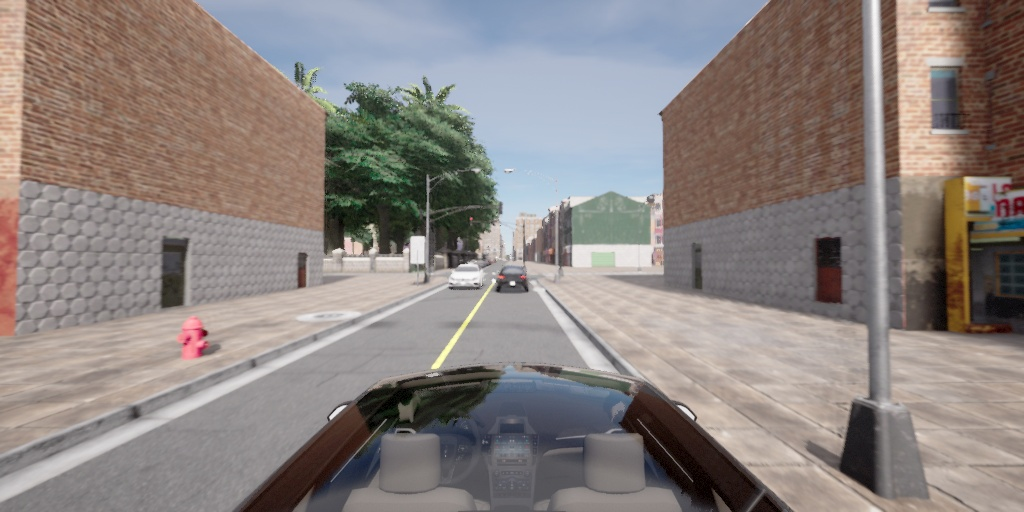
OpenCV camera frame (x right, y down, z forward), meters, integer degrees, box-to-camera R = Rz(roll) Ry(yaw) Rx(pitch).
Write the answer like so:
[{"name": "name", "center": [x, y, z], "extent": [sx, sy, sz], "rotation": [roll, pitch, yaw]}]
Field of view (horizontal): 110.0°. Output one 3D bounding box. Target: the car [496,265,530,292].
[{"name": "car", "center": [0.048, 1.258, 21.036], "extent": [1.812, 1.442, 4.674], "rotation": [0, 0, 1]}]

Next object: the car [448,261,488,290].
[{"name": "car", "center": [-2.735, 1.253, 22.445], "extent": [1.812, 1.442, 4.674], "rotation": [0, 0, 0]}]

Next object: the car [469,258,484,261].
[{"name": "car", "center": [-5.471, 1.268, 49.902], "extent": [2.007, 1.370, 4.403], "rotation": [0, 0, 0]}]

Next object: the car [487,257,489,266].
[{"name": "car", "center": [-5.530, 1.290, 62.487], "extent": [1.948, 1.339, 4.313], "rotation": [0, 0, 0]}]

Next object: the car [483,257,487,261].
[{"name": "car", "center": [-5.492, 1.271, 57.037], "extent": [2.007, 1.370, 4.403], "rotation": [0, 0, 0]}]
